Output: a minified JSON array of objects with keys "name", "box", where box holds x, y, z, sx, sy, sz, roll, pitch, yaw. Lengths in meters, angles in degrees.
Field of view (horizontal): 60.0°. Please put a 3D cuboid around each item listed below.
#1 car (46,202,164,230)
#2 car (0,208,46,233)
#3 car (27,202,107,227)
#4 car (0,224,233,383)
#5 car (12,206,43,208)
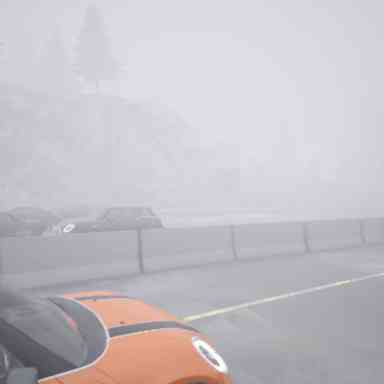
[{"name":"car","box":[-3.458,1.360,14.123,4.553,1.767,2.097,1,0,-33]},{"name":"car","box":[-9.055,1.564,14.624,4.718,1.301,1.895,1,0,-35]},{"name":"car","box":[-8.667,1.481,23.262,4.902,1.511,2.128,1,0,-33]},{"name":"car","box":[-1.830,1.342,2.321,4.553,1.767,2.097,0,0,-35]},{"name":"car","box":[-9.621,1.494,18.451,4.674,1.442,1.812,1,0,-34]}]
